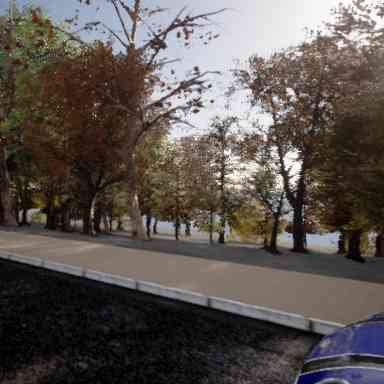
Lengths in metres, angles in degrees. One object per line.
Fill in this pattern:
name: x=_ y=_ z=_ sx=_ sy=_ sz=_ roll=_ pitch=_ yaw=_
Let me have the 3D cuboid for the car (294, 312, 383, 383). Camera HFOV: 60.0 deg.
car: x=2.811 y=1.353 z=1.685 sx=4.553 sy=1.767 sz=2.097 roll=0 pitch=0 yaw=35
